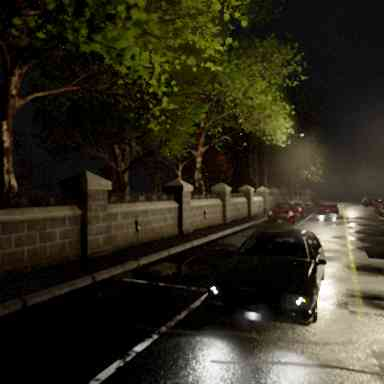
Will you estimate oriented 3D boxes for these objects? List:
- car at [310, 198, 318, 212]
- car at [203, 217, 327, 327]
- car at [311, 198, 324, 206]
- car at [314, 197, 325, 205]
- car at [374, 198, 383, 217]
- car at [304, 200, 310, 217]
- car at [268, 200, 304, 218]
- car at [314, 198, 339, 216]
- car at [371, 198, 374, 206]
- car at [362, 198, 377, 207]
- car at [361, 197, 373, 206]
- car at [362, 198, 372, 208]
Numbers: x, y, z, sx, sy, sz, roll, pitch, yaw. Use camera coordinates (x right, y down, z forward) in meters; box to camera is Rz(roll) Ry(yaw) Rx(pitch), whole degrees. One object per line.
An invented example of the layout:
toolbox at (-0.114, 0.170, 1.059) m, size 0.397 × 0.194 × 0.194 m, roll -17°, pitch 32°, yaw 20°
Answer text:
car at (13.814, 1.667, 40.352) m, size 2.008 × 1.369 × 4.403 m, roll 0°, pitch 0°, yaw 24°
car at (2.047, 1.565, 7.649) m, size 2.033 × 1.411 × 5.357 m, roll 0°, pitch 0°, yaw 24°
car at (22.999, 1.743, 60.915) m, size 2.008 × 1.369 × 4.403 m, roll 0°, pitch 0°, yaw 24°
car at (25.225, 1.739, 65.902) m, size 1.752 × 1.417 × 4.829 m, roll 0°, pitch 0°, yaw 24°
car at (19.169, 1.422, 31.795) m, size 2.192 × 1.841 × 5.009 m, roll 0°, pitch 0°, yaw 24°
car at (9.221, 1.521, 30.070) m, size 1.967 × 1.590 × 4.097 m, roll 0°, pitch 0°, yaw 24°
car at (6.926, 1.504, 24.932) m, size 1.967 × 1.590 × 4.097 m, roll 0°, pitch 0°, yaw 24°
car at (14.137, 1.666, 34.477) m, size 1.994 × 1.385 × 4.181 m, roll 0°, pitch 0°, yaw 24°
car at (21.466, 1.565, 36.936) m, size 1.967 × 1.590 × 4.097 m, roll 0°, pitch 0°, yaw 24°
car at (30.651, 1.767, 57.498) m, size 1.947 × 1.339 × 4.313 m, roll 0°, pitch 0°, yaw 24°
car at (33.016, 1.749, 62.795) m, size 1.752 × 1.417 × 4.829 m, roll 0°, pitch 0°, yaw 24°
car at (28.354, 1.621, 52.358) m, size 1.967 × 1.590 × 4.097 m, roll 0°, pitch 0°, yaw 24°
